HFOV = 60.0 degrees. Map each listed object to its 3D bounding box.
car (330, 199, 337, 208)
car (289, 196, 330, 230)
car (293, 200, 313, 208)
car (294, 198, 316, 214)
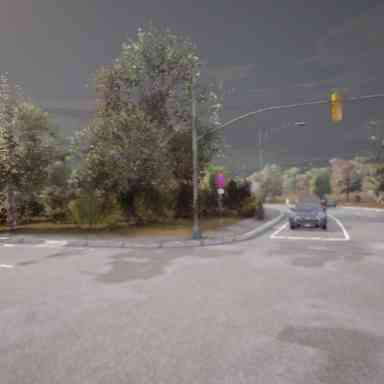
[{"bbox_3d":[23.292,1.999,57.434,2.128,1.511,4.902,-1,-1,2],"label":"car"},{"bbox_3d":[7.359,1.330,21.058,2.097,1.767,4.553,-1,-1,21],"label":"car"},{"bbox_3d":[19.862,2.122,59.502,1.837,1.490,4.892,-1,-1,-1],"label":"car"},{"bbox_3d":[13.424,1.597,39.682,2.097,1.767,4.553,-1,-1,14],"label":"car"}]
